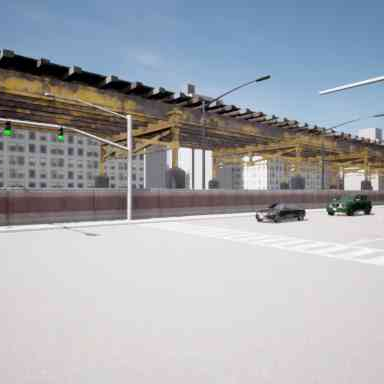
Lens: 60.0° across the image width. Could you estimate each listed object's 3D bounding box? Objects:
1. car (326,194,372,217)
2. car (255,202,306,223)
[{"bbox_3d":[15.181,1.220,31.955,5.566,2.045,2.150,0,0,-38],"label":"car"},{"bbox_3d":[6.896,1.526,25.572,4.674,1.442,1.812,0,0,-38],"label":"car"}]
